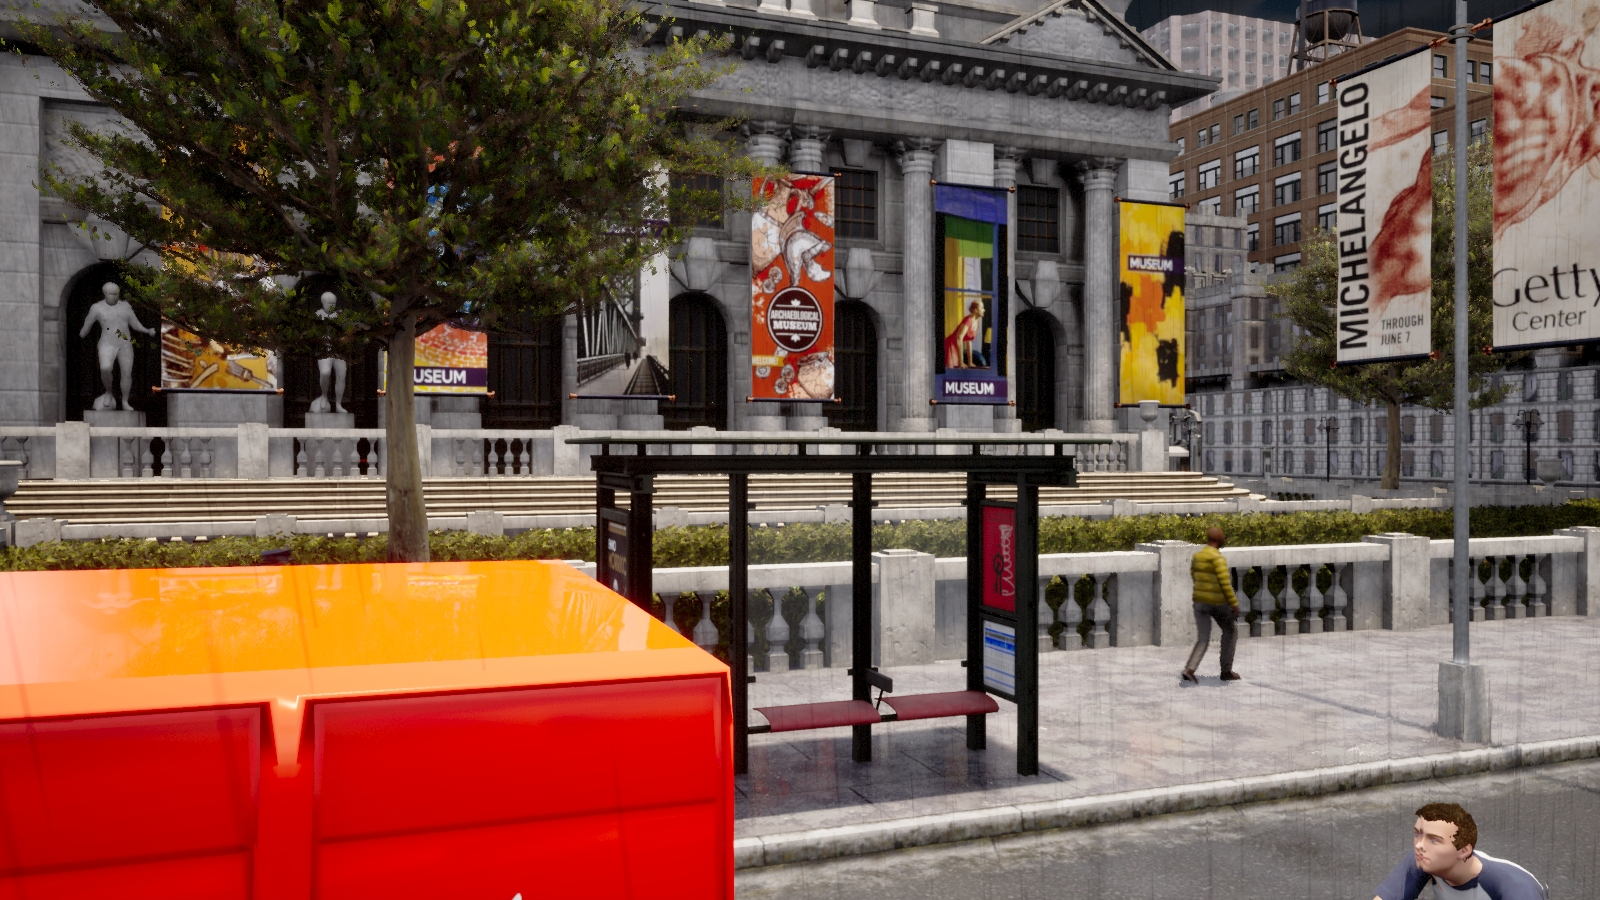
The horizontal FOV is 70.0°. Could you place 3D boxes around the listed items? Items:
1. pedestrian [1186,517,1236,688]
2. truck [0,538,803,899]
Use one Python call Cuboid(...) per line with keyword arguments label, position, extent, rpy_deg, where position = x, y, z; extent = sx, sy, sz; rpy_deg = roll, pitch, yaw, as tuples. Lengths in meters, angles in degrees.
Cuboid(label="pedestrian", position=(4.640, 1.701, 12.894), extent=(0.375, 1.860, 0.375), rpy_deg=(0, 0, -24))
Cuboid(label="truck", position=(-2.888, 1.568, 2.235), extent=(5.204, 2.467, 2.627), rpy_deg=(0, 0, -20))
